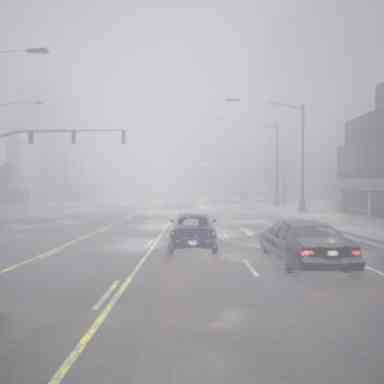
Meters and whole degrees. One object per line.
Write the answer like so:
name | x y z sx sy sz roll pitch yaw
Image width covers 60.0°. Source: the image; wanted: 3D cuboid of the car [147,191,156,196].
car | -10.488 0.350 86.083 1.812 1.442 4.674 0 1 0

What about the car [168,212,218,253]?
car | 0.054 1.552 13.663 1.812 1.442 4.674 0 0 1

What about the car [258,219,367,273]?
car | 3.523 1.577 10.793 2.033 1.411 5.357 0 0 0
